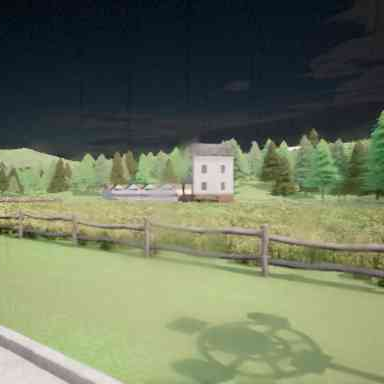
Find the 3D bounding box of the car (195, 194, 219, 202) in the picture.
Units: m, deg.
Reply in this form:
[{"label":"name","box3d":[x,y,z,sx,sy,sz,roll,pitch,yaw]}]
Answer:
[{"label":"car","box3d":[2.853,1.265,64.028,4.605,1.855,1.932,0,0,35]}]
